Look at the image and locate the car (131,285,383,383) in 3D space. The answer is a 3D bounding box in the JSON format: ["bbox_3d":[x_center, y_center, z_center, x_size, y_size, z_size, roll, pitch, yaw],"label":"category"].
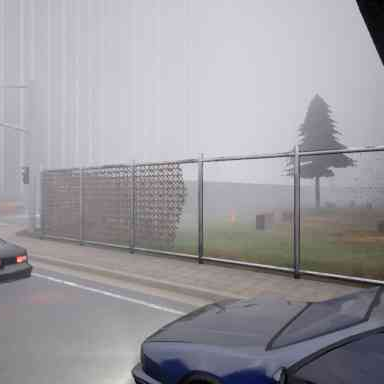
[{"bbox_3d":[1.998,1.547,2.566,5.357,1.411,2.033,0,0,35],"label":"car"}]

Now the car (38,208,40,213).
[{"bbox_3d":[-13.095,1.508,33.347,1.994,1.385,4.181,0,0,36],"label":"car"}]

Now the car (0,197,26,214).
[{"bbox_3d":[-18.508,1.297,31.802,2.097,1.767,4.553,0,0,36],"label":"car"}]

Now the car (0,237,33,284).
[{"bbox_3d":[-6.207,1.547,8.397,5.357,1.411,2.033,0,0,35],"label":"car"}]
